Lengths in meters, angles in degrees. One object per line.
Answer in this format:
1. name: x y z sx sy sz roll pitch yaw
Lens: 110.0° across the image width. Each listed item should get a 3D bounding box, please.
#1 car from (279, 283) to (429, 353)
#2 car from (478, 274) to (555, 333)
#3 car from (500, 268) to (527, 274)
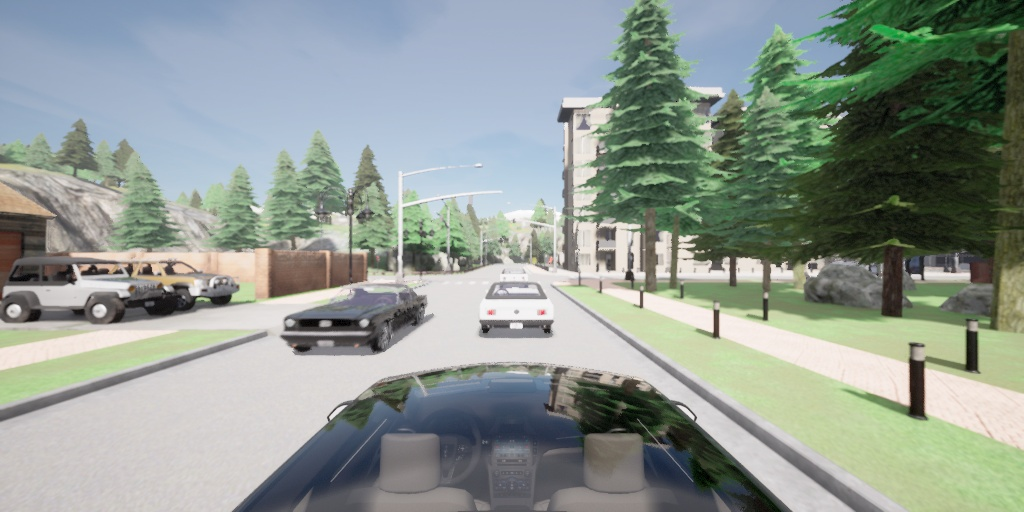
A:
1. car: -3.575 1.391 9.100 1.895 1.301 4.718 0 0 0
2. car: 0.115 1.400 10.863 1.895 1.301 4.718 0 0 0
3. car: 0.121 1.478 25.262 1.895 1.301 4.718 0 0 0
